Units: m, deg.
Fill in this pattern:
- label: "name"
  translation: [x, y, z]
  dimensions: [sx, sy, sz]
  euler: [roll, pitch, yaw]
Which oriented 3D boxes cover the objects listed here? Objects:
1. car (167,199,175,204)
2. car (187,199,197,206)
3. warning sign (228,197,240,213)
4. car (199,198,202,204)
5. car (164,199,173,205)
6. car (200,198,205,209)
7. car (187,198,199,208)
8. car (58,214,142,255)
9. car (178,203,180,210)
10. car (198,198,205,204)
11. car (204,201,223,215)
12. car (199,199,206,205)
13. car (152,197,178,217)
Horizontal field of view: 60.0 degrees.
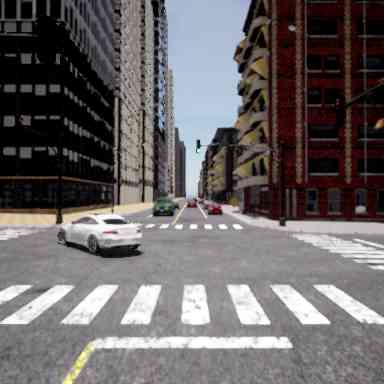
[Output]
- label: "car"
  translation: [-5.713, 2.596, 92.213]
  dimensions: [1.887, 1.381, 4.507]
  euler: [0, -1, 0]
- label: "car"
  translation: [-0.017, 2.201, 72.362]
  dimensions: [1.994, 1.385, 4.181]
  euler: [0, -1, 0]
- label: "warning sign"
  translation: [5.055, 1.558, 39.882]
  dimensions: [1.300, 1.860, 1.060]
  euler: [0, -1, 0]
- label: "car"
  translation: [2.677, 2.204, 58.326]
  dimensions: [2.008, 1.369, 4.403]
  euler: [0, -1, 0]
- label: "car"
  translation: [-5.710, 2.467, 80.916]
  dimensions: [2.008, 1.369, 4.403]
  euler: [0, -1, 0]
- label: "car"
  translation: [2.678, 2.139, 52.678]
  dimensions: [2.008, 1.369, 4.403]
  euler: [0, -1, 0]
- label: "car"
  translation: [-0.015, 2.263, 62.325]
  dimensions: [1.994, 1.385, 4.181]
  euler: [0, -1, 0]
- label: "car"
  translation: [-3.912, 1.630, 13.948]
  dimensions: [1.812, 1.442, 4.674]
  euler: [3, -2, -43]
- label: "car"
  translation: [-3.072, 2.179, 54.933]
  dimensions: [1.994, 1.385, 4.181]
  euler: [0, -1, 0]
- label: "car"
  translation: [2.667, 2.491, 92.217]
  dimensions: [1.967, 1.590, 4.097]
  euler: [0, -1, 0]
- label: "car"
  translation: [2.731, 2.023, 39.761]
  dimensions: [1.802, 1.307, 4.206]
  euler: [0, -1, 0]
- label: "car"
  translation: [2.669, 2.565, 86.567]
  dimensions: [1.802, 1.307, 4.206]
  euler: [0, -1, 0]
- label: "car"
  translation: [-3.107, 1.632, 37.094]
  dimensions: [2.150, 2.045, 5.566]
  euler: [0, -1, 0]
